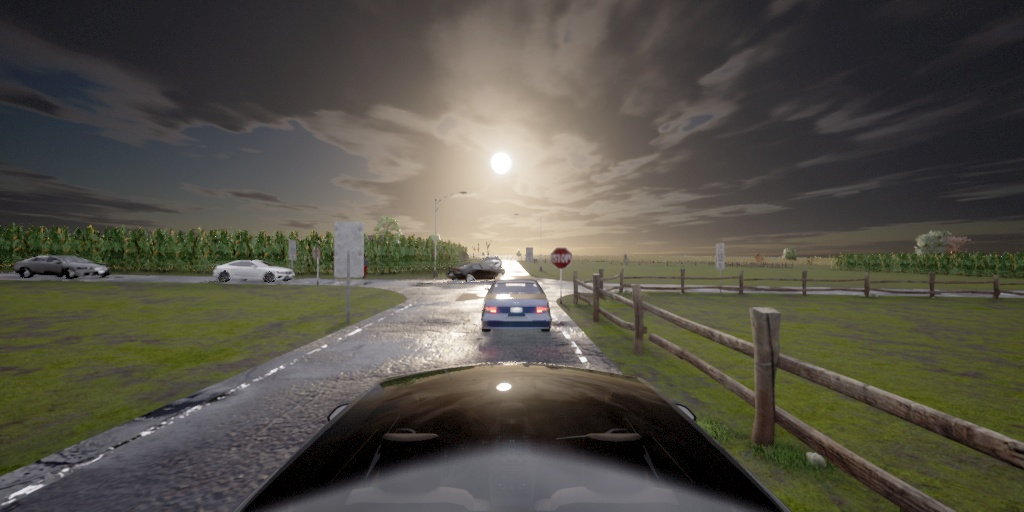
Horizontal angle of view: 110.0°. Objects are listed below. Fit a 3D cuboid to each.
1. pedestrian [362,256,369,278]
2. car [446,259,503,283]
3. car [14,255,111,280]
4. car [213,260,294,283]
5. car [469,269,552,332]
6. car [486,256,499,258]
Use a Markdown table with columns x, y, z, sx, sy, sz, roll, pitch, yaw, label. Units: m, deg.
| x | y | z | sx | sy | sz | roll | pitch | yaw | label |
| --- | --- | --- | --- | --- | --- | --- | --- | --- | --- |
| -12.164 | 0.882 | 29.543 | 0.375 | 1.860 | 0.375 | 0 | -2 | 0 | pedestrian |
| -2.708 | 1.218 | 27.903 | 5.008 | 1.535 | 1.882 | 0 | 1 | -44 | car |
| -29.354 | 0.726 | 23.527 | 4.902 | 1.511 | 2.128 | 1 | -1 | 0 | car |
| -16.904 | 0.984 | 23.554 | 4.674 | 1.442 | 1.812 | 1 | 0 | 0 | car |
| 0.101 | 1.296 | 10.821 | 2.033 | 1.411 | 5.357 | 0 | 0 | 0 | car |
| -2.834 | 0.966 | 51.596 | 2.150 | 2.045 | 5.566 | 0 | 0 | 0 | car |
